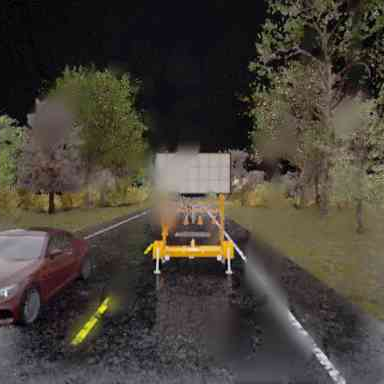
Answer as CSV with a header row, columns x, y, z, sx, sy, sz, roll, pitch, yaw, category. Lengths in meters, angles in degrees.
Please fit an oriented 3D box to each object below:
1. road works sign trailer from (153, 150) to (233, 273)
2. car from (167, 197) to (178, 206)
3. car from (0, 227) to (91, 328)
x,y,z,sx,sy,sz,roll,pitch,yaw,category
0.040,0.469,10.645,2.380,3.560,2.880,0,0,0,road works sign trailer
-3.305,1.633,57.380,2.033,1.411,5.357,0,0,0,car
-3.575,1.528,7.133,1.812,1.442,4.674,0,0,0,car
